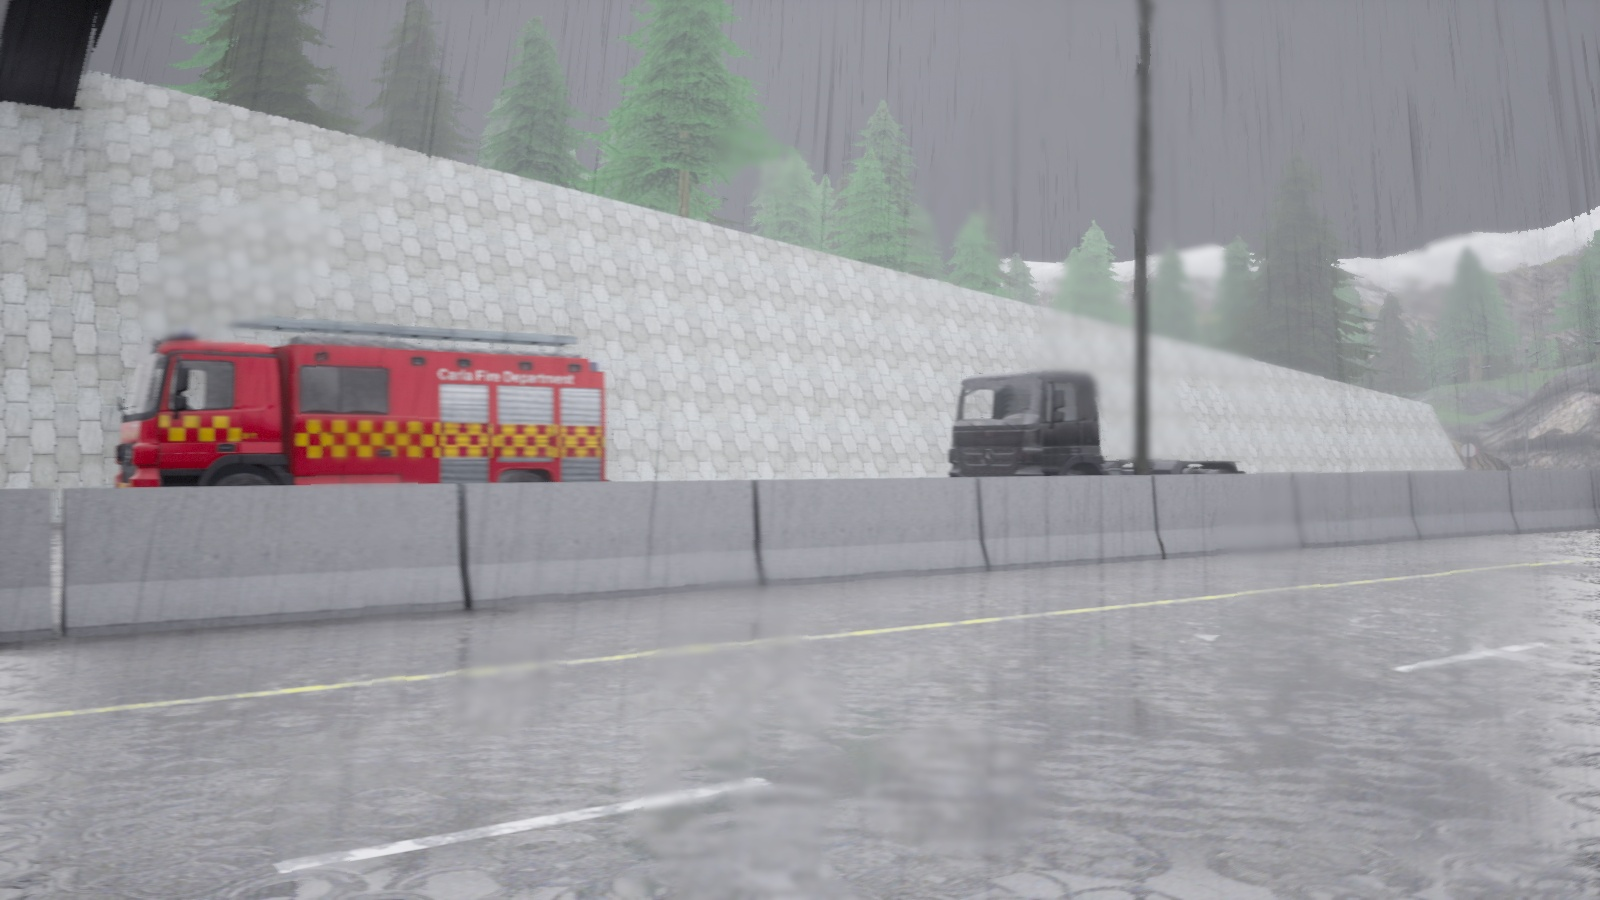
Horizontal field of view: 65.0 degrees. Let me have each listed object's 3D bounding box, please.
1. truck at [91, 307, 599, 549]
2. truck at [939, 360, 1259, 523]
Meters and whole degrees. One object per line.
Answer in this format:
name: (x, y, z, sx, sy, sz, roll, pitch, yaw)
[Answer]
truck: (-8.267, -0.345, 23.495, 8.468, 3.827, 2.891, 0, 0, -35)
truck: (7.305, -0.179, 30.068, 7.936, 3.462, 2.891, 0, 0, -35)
